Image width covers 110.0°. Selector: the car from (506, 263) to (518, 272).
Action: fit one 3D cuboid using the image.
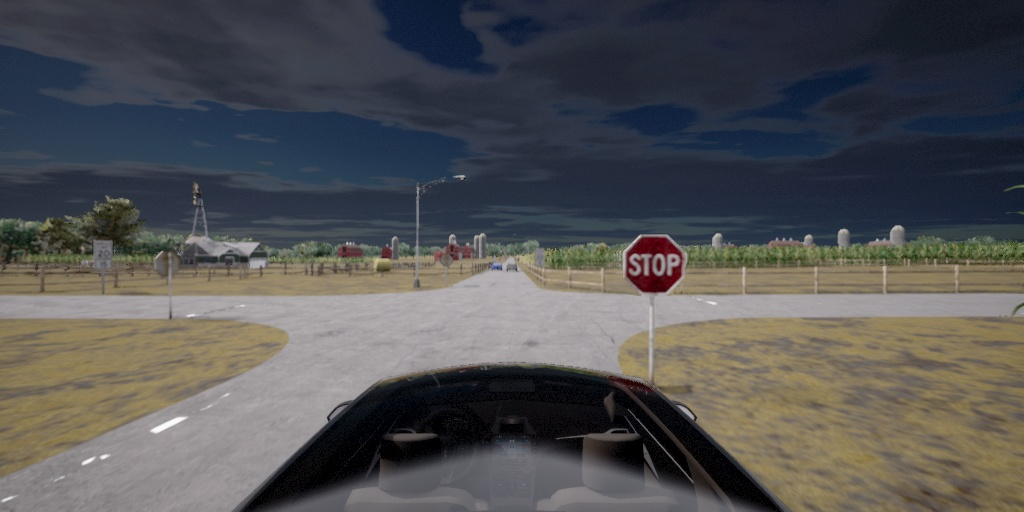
[{"bbox_3d":[0.009,1.867,60.348,2.128,1.511,4.902,0,-1,0],"label":"car"}]
